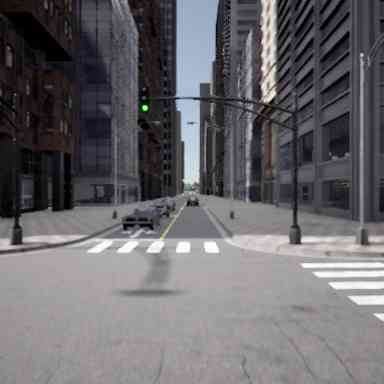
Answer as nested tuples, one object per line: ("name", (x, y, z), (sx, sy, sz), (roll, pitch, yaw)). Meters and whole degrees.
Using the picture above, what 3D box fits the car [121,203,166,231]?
("car", (-3.057, 1.625, 21.141), (1.895, 1.301, 4.718), (0, 0, 3))

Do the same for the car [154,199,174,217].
("car", (-3.034, 1.601, 31.228), (1.994, 1.385, 4.181), (0, 0, 1))

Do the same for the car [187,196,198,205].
("car", (0.113, 1.599, 61.793), (1.837, 1.490, 4.892), (0, 0, 0))

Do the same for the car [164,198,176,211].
("car", (-3.007, 1.545, 41.555), (2.128, 1.511, 4.902), (0, 0, 1))

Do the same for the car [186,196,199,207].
("car", (0.093, 1.550, 51.366), (1.882, 1.535, 5.008), (0, 0, 0))
